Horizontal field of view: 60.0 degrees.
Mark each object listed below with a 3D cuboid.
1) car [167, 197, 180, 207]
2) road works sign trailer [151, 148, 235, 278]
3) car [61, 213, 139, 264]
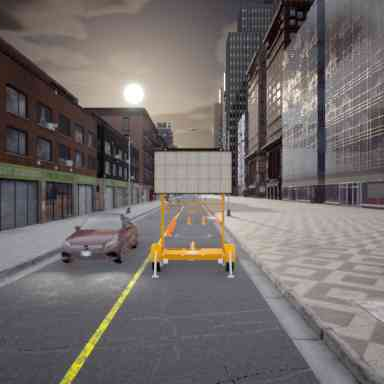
[{"bbox_3d":[-2.925,1.549,53.643,2.128,1.511,4.902,0,0,0],"label":"car"},{"bbox_3d":[0.031,0.467,10.171,2.380,3.560,2.880,0,0,0],"label":"road works sign trailer"},{"bbox_3d":[-3.063,1.531,11.974,1.812,1.442,4.674,0,0,0],"label":"car"}]
